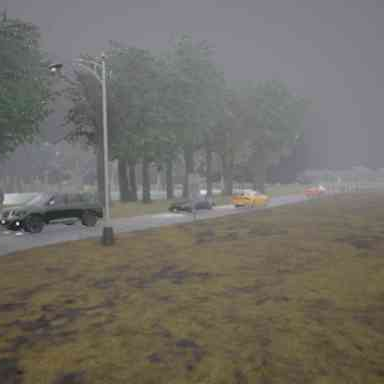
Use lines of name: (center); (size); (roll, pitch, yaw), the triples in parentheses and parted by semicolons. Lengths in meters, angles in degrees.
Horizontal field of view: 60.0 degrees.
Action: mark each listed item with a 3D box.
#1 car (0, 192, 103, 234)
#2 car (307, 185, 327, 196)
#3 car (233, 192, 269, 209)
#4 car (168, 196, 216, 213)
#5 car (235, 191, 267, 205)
car: (-7.626, 1.050, 18.560); (2.150, 2.045, 5.566); (-1, 0, 37)
car: (19.448, -0.306, 51.748); (2.097, 1.767, 4.553); (-1, 1, 35)
car: (5.843, 0.724, 32.458); (1.882, 1.535, 5.008); (-1, 1, 35)
car: (0.127, 1.046, 29.462); (2.033, 1.411, 5.357); (-1, 1, 35)
car: (7.009, 0.673, 39.192); (1.895, 1.301, 4.718); (-1, 1, 36)
